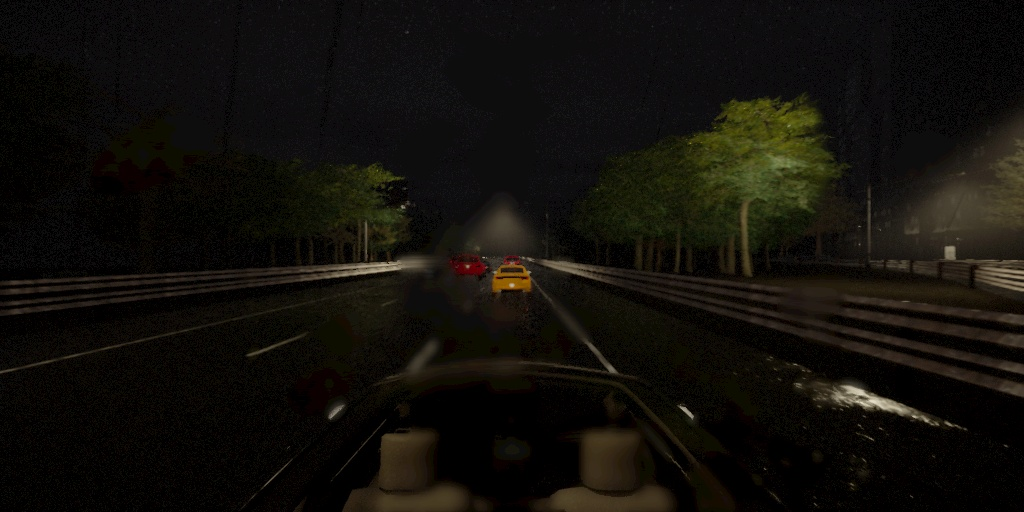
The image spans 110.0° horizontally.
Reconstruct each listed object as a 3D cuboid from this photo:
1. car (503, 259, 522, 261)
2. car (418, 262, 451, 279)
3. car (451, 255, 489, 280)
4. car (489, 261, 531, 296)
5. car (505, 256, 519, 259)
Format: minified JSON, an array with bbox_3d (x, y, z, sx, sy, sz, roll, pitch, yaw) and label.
[{"bbox_3d":[0.015,1.263,33.225,2.128,1.511,4.902,0,0,0],"label":"car"},{"bbox_3d":[-6.995,1.332,32.279,1.994,1.385,4.181,0,0,1],"label":"car"},{"bbox_3d":[-3.500,0.987,31.153,2.150,2.045,5.566,0,0,0],"label":"car"},{"bbox_3d":[-0.005,1.235,19.305,1.882,1.535,5.008,0,0,0],"label":"car"},{"bbox_3d":[0.034,0.999,45.414,2.150,2.045,5.566,0,0,1],"label":"car"}]
